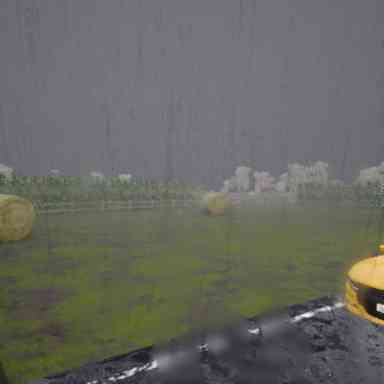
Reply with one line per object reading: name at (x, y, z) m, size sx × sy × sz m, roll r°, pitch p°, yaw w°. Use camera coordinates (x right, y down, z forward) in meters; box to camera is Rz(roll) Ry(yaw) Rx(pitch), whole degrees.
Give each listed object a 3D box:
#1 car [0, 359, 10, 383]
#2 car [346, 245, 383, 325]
car at (-3.251, 1.526, 0.726) m, size 5.357 × 1.411 × 2.033 m, roll 0°, pitch 0°, yaw -35°
car at (4.972, 1.483, 6.323) m, size 5.008 × 1.535 × 1.882 m, roll 0°, pitch 0°, yaw -33°
